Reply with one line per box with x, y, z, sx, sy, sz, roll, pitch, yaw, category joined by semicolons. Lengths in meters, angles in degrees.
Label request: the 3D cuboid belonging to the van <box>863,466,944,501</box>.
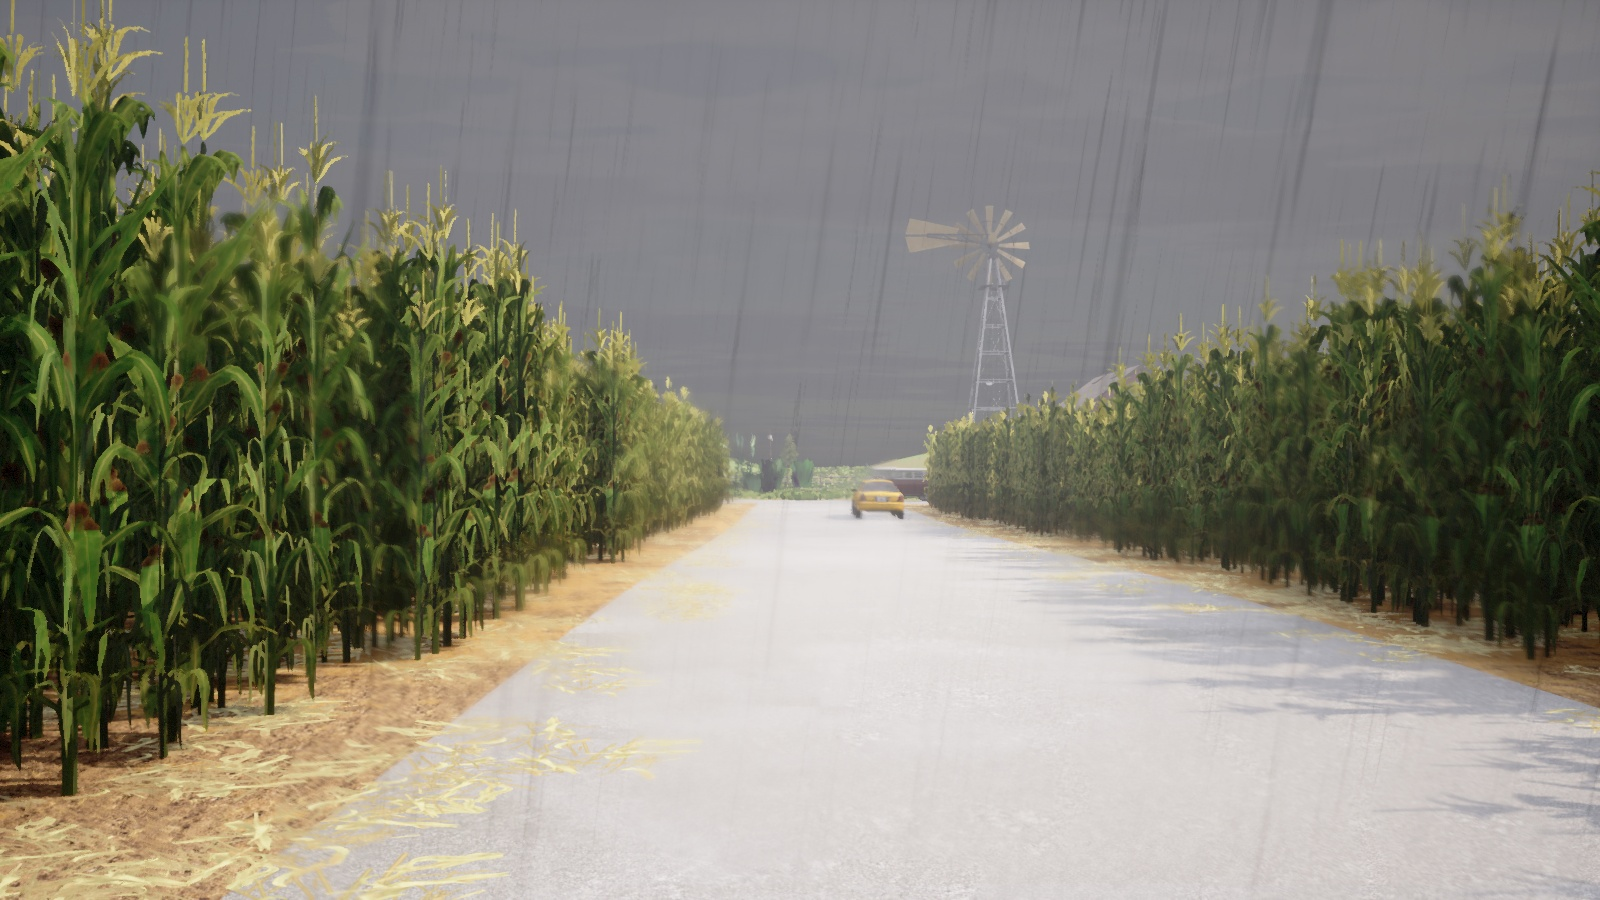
5.995;1.967;73.019;4.442;1.987;1.775;0;-1;-7;van

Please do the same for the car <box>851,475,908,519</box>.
2.994;1.769;48.188;1.801;1.575;5.366;0;-1;0;car
